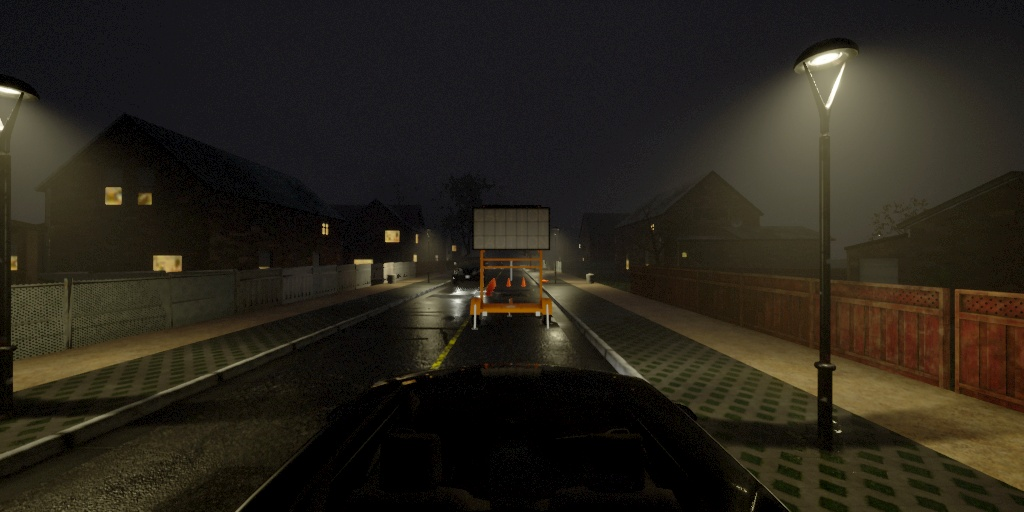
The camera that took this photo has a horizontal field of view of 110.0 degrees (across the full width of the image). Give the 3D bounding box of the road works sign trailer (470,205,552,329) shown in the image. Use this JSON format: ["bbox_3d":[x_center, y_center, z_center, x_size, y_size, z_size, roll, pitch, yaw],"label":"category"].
[{"bbox_3d":[-0.021,0.222,11.198,2.380,3.560,2.880,0,0,0],"label":"road works sign trailer"}]

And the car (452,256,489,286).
[{"bbox_3d":[-2.906,1.022,26.117,2.150,2.045,5.566,0,0,0],"label":"car"}]
